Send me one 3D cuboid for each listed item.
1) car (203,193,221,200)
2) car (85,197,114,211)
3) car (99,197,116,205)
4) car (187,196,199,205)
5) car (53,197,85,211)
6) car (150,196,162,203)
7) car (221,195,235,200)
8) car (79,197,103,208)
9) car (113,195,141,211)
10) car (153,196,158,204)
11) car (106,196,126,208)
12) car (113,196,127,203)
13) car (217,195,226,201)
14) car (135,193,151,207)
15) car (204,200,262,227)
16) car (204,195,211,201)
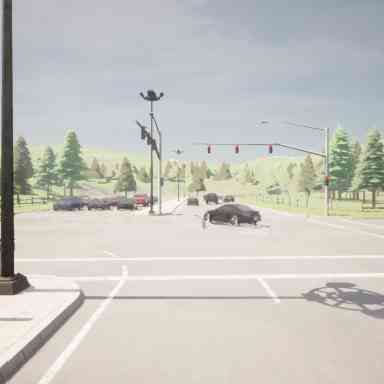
[{"bbox_3d":[3.678,1.220,63.107,2.150,2.045,5.566,0,0,0],"label":"car"},{"bbox_3d":[-11.549,1.564,41.605,1.994,1.385,4.181,0,0,0],"label":"car"},{"bbox_3d":[-15.005,1.564,59.049,1.994,1.385,4.181,0,0,0],"label":"car"},{"bbox_3d":[0.169,1.491,56.838,2.128,1.511,4.902,0,0,0],"label":"car"},{"bbox_3d":[-15.051,1.352,40.352,2.097,1.767,4.553,0,0,0],"label":"car"},{"bbox_3d":[-7.884,1.526,72.664,2.033,1.411,5.357,0,0,0],"label":"car"},{"bbox_3d":[7.180,1.353,65.441,2.097,1.767,4.553,0,0,0],"label":"car"},{"bbox_3d":[-15.036,1.547,49.811,2.033,1.411,5.357,0,0,0],"label":"car"},{"bbox_3d":[-8.045,1.478,41.722,1.882,1.535,5.008,0,0,0],"label":"car"},{"bbox_3d":[-7.984,1.547,61.996,2.033,1.411,5.357,0,0,0],"label":"car"},{"bbox_3d":[-11.533,1.478,50.583,1.882,1.535,5.008,0,0,0],"label":"car"},{"bbox_3d":[-14.912,1.500,69.160,1.837,1.490,4.892,0,0,0],"label":"car"},{"bbox_3d":[7.360,1.540,84.306,2.033,1.411,5.357,0,0,2],"label":"car"},{"bbox_3d":[-8.032,1.221,51.656,2.150,2.045,5.566,0,0,0],"label":"car"},{"bbox_3d":[2.751,1.526,22.947,1.812,1.442,4.674,-1,1,-35],"label":"car"},{"bbox_3d":[3.854,1.500,84.098,1.837,1.490,4.892,0,0,2],"label":"car"}]
